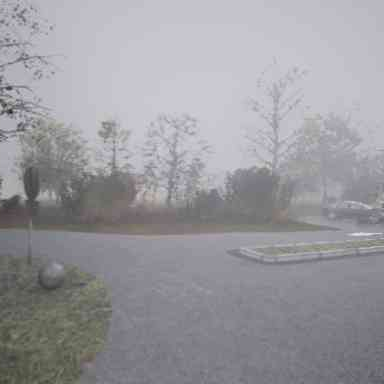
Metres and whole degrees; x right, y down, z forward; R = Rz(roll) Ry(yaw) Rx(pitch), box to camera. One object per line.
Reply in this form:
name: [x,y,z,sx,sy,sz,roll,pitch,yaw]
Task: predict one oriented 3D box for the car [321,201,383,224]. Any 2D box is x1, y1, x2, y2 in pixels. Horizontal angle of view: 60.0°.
car: [12.366,1.488,25.224,4.892,1.521,2.231,3,1,41]
